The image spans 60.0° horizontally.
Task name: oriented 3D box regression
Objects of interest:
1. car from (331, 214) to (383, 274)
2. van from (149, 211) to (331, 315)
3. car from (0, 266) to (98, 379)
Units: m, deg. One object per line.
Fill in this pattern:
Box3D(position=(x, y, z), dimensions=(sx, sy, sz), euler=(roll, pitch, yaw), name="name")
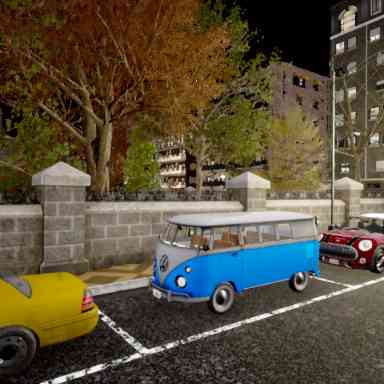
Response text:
Box3D(position=(5.643, 1.442, 10.563), dimensions=(4.097, 1.590, 1.967), euler=(0, 1, -35), name="car")
Box3D(position=(1.072, 1.342, 7.305), dimensions=(3.998, 1.788, 1.690), euler=(0, 1, -35), name="van")
Box3D(position=(-3.641, 1.525, 3.952), dimensions=(4.829, 1.417, 1.752), euler=(0, 1, -35), name="car")
